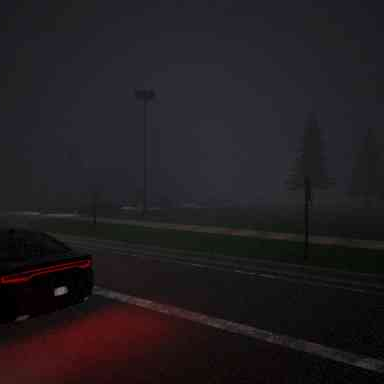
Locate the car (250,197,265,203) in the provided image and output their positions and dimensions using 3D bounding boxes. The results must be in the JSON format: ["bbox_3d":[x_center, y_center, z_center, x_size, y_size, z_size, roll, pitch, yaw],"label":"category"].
[{"bbox_3d":[13.271,1.602,67.272,1.994,1.385,4.181,0,0,35],"label":"car"}]

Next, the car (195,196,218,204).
[{"bbox_3d":[2.940,1.492,64.805,2.128,1.511,4.902,0,0,36],"label":"car"}]

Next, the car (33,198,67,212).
[{"bbox_3d":[-15.694,1.504,38.320,1.837,1.490,4.892,0,0,35],"label":"car"}]

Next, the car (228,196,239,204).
[{"bbox_3d":[7.662,1.525,65.397,1.812,1.442,4.674,0,0,35],"label":"car"}]

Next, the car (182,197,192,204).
[{"bbox_3d":[-1.858,1.564,64.084,1.994,1.385,4.181,0,0,35],"label":"car"}]

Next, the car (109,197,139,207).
[{"bbox_3d":[-10.550,1.525,51.749,1.812,1.442,4.674,0,0,35],"label":"car"}]

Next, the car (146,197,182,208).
[{"bbox_3d":[-4.139,1.477,48.703,1.882,1.535,5.008,0,0,35],"label":"car"}]

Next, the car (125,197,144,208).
[{"bbox_3d":[-7.777,1.547,49.612,2.033,1.411,5.357,0,0,35],"label":"car"}]

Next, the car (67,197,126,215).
[{"bbox_3d":[-9.783,1.547,34.557,2.033,1.411,5.357,0,0,35],"label":"car"}]

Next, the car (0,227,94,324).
[{"bbox_3d":[-4.162,1.478,6.935,5.008,1.535,1.882,0,0,36],"label":"car"}]

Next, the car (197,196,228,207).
[{"bbox_3d":[3.097,1.547,52.927,2.033,1.411,5.357,0,0,35],"label":"car"}]
